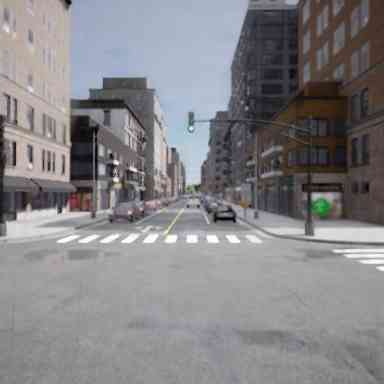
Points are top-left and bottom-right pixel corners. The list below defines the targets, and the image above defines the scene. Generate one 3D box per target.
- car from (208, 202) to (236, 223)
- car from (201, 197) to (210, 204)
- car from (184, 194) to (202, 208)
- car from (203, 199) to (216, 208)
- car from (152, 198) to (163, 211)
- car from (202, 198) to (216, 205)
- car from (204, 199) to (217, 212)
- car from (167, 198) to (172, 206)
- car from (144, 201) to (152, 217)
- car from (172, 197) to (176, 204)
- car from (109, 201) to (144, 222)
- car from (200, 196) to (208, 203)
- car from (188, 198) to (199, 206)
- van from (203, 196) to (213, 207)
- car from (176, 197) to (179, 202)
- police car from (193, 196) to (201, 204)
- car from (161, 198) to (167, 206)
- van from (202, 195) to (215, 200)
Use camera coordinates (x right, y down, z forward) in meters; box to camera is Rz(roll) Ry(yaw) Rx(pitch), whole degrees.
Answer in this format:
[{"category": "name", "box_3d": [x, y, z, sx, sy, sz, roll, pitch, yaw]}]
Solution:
[{"category": "car", "box_3d": [2.557, 1.728, 27.203, 1.947, 1.339, 4.313, 0, 0, 0]}, {"category": "car", "box_3d": [2.982, 1.912, 76.799, 1.967, 1.590, 4.097, 0, 0, 0]}, {"category": "car", "box_3d": [0.241, 1.540, 54.138, 2.150, 2.045, 5.566, 0, 0, 0]}, {"category": "car", "box_3d": [2.793, 1.875, 54.756, 2.008, 1.369, 4.403, 0, 0, 0]}, {"category": "car", "box_3d": [-5.326, 1.829, 43.804, 1.802, 1.307, 4.206, 0, 0, 0]}, {"category": "car", "box_3d": [2.698, 1.822, 43.736, 1.947, 1.339, 4.313, 0, 0, 0]}, {"category": "car", "box_3d": [2.651, 1.806, 38.225, 1.802, 1.307, 4.206, 0, 0, 0]}, {"category": "car", "box_3d": [-5.185, 1.792, 60.336, 1.967, 1.590, 4.097, 0, 0, 0]}, {"category": "car", "box_3d": [-5.420, 1.624, 32.784, 1.967, 1.590, 4.097, 0, 0, 0]}, {"category": "car", "box_3d": [-5.090, 1.977, 71.356, 2.008, 1.369, 4.403, 0, 0, 0]}, {"category": "car", "box_3d": [-5.467, 1.593, 27.273, 1.967, 1.590, 4.097, 0, 0, 0]}, {"category": "car", "box_3d": [3.076, 1.987, 87.821, 1.967, 1.590, 4.097, 0, 0, 0]}, {"category": "car", "box_3d": [0.247, 1.934, 64.563, 2.033, 1.411, 5.357, 0, 0, 0]}, {"category": "van", "box_3d": [2.840, 1.702, 60.268, 1.690, 1.788, 3.998, 0, 0, 0]}, {"category": "car", "box_3d": [-4.996, 2.045, 82.378, 1.887, 1.381, 4.507, 0, 0, 0]}, {"category": "police car", "box_3d": [1.208, 1.926, 81.294, 1.930, 1.638, 5.238, 0, 0, 0]}, {"category": "car", "box_3d": [-5.279, 1.832, 49.314, 2.008, 1.369, 4.403, 0, 0, 0]}, {"category": "van", "box_3d": [2.746, 1.631, 49.247, 1.690, 1.788, 3.998, 0, 0, 0]}]
